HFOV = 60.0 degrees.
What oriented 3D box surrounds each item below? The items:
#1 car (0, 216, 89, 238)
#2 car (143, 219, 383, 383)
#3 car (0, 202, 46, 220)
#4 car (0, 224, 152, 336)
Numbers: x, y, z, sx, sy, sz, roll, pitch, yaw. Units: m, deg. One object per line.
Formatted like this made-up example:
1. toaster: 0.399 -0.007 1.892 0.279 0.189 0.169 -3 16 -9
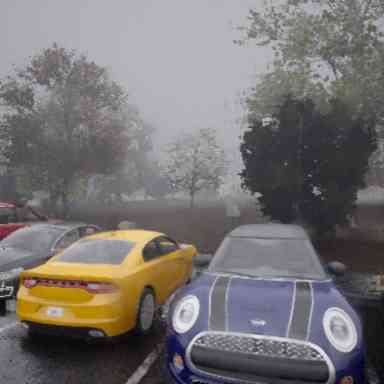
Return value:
1. car: -3.682 1.560 8.696 2.231 1.521 4.892 0 -1 15
2. car: 1.186 1.381 5.300 2.185 1.767 4.553 0 -1 15
3. car: -6.128 1.320 10.419 2.435 2.045 5.566 0 -1 14
4. car: -1.257 1.535 6.982 2.097 1.535 5.008 0 -1 15
